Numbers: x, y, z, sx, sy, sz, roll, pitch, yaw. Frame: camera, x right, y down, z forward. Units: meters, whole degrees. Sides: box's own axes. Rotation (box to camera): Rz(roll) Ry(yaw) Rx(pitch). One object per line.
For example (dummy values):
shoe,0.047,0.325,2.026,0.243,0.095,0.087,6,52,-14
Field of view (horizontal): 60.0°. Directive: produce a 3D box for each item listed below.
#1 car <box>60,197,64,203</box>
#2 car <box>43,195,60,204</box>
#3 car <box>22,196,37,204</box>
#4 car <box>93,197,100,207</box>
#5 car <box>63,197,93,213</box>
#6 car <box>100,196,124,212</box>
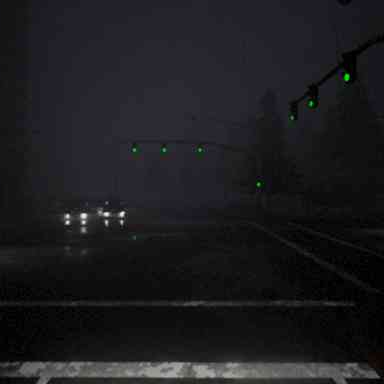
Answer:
car,-16.044,1.374,45.126,1.994,1.385,4.181,0,0,-33
car,-24.386,1.229,58.893,5.008,1.535,1.882,0,0,35
car,-28.865,1.321,57.536,4.181,1.385,1.994,0,0,30
car,-12.611,1.406,46.253,1.895,1.301,4.718,0,0,-31
car,-11.754,1.359,34.529,1.837,1.490,4.892,0,0,-12
car,-8.756,1.196,36.916,2.097,1.767,4.553,0,0,-17
